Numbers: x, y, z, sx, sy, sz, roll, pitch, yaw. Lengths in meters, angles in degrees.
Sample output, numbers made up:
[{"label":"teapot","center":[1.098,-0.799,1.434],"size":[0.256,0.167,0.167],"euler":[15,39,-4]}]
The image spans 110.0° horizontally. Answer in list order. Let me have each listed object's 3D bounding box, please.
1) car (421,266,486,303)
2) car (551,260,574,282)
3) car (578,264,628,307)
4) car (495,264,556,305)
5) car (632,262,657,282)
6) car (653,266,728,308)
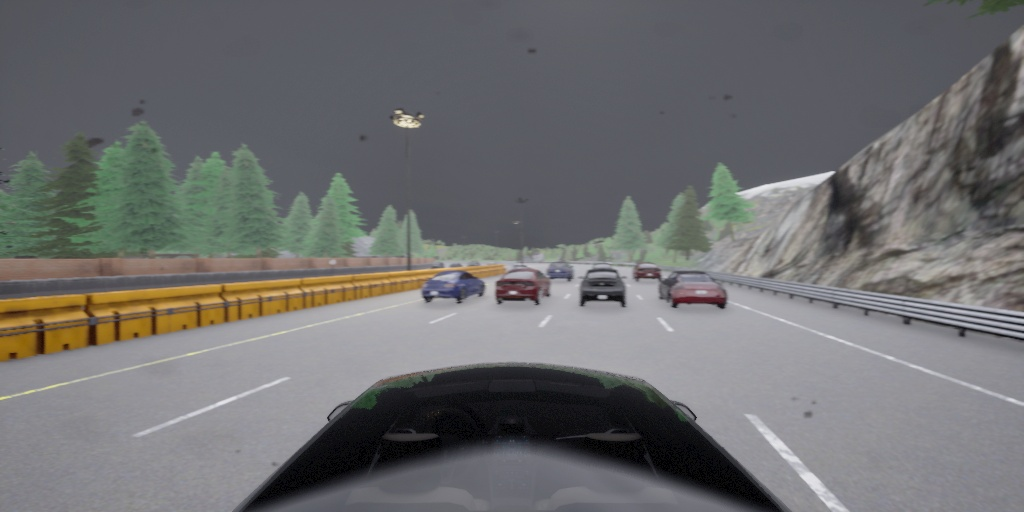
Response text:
[{"label":"car","center":[-2.768,1.429,17.635],"size":[1.812,1.442,4.674],"euler":[-1,0,14]},{"label":"car","center":[4.205,1.244,31.049],"size":[2.097,1.767,4.553],"euler":[-1,-1,14]},{"label":"car","center":[4.004,1.298,15.867],"size":[1.837,1.490,4.892],"euler":[-1,0,14]},{"label":"car","center":[0.652,1.325,16.883],"size":[1.882,1.535,5.008],"euler":[-1,0,14]},{"label":"car","center":[11.089,1.260,29.724],"size":[1.882,1.535,5.008],"euler":[-1,0,14]},{"label":"car","center":[7.409,1.298,15.053],"size":[1.994,1.385,4.181],"euler":[-1,0,14]}]
